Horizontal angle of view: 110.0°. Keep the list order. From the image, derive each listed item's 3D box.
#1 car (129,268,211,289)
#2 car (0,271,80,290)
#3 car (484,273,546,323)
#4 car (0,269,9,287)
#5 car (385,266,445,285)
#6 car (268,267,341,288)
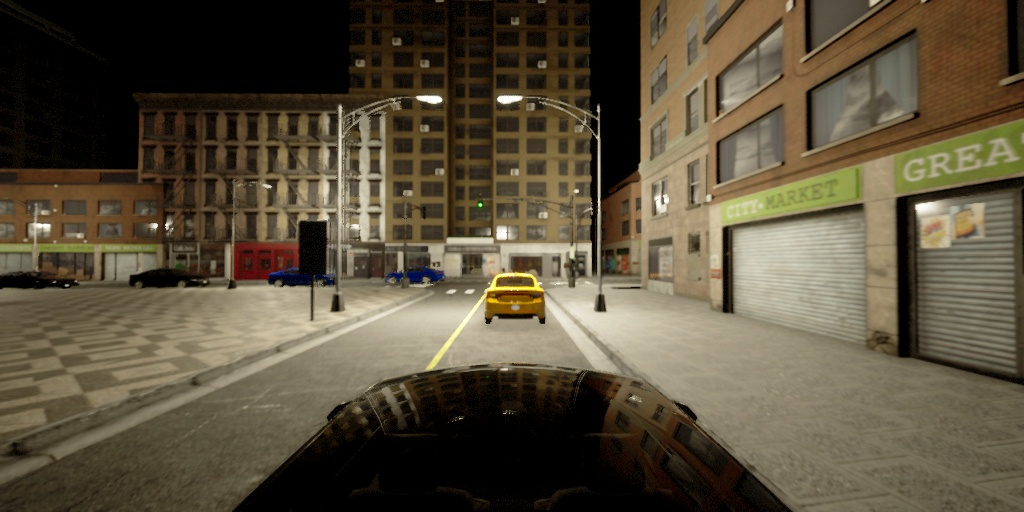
[{"bbox_3d":[-25.484,1.682,26.812,5.008,1.535,1.882,0,-1,-1],"label":"car"},{"bbox_3d":[-35.806,1.816,26.689,5.357,1.411,2.033,0,-1,-1],"label":"car"},{"bbox_3d":[0.098,1.347,12.707,1.882,1.535,5.008,0,-1,0],"label":"car"},{"bbox_3d":[-45.648,1.860,29.710,4.902,1.511,2.128,0,-1,0],"label":"car"},{"bbox_3d":[-8.030,1.592,29.663,5.008,1.535,1.882,-1,-2,11],"label":"car"},{"bbox_3d":[-15.511,1.613,26.943,5.008,1.535,1.882,0,-1,0],"label":"car"}]
